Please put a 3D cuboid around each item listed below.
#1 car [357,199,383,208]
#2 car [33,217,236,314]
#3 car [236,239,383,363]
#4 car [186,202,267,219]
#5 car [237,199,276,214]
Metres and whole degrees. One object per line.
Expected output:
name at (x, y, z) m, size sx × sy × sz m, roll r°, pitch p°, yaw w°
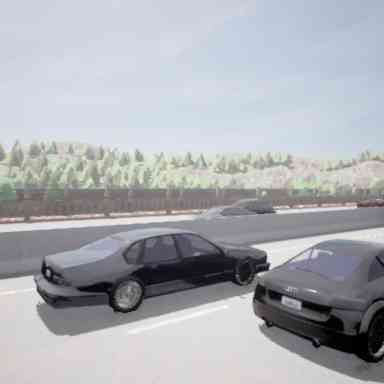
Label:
car at (22.617, 1.495, 41.612) m, size 4.718 × 1.301 × 1.895 m, roll 0°, pitch 0°, yaw -36°
car at (-0.611, 1.538, 7.608) m, size 5.357 × 1.411 × 2.033 m, roll 0°, pitch 0°, yaw -35°
car at (3.054, 1.549, 5.921) m, size 4.181 × 1.385 × 1.994 m, roll 0°, pitch 0°, yaw -35°
car at (1.623, 1.497, 18.049) m, size 4.674 × 1.442 × 1.812 m, roll 0°, pitch 0°, yaw -35°
car at (3.906, 1.310, 23.956) m, size 4.553 × 1.767 × 2.097 m, roll 0°, pitch 0°, yaw -35°
